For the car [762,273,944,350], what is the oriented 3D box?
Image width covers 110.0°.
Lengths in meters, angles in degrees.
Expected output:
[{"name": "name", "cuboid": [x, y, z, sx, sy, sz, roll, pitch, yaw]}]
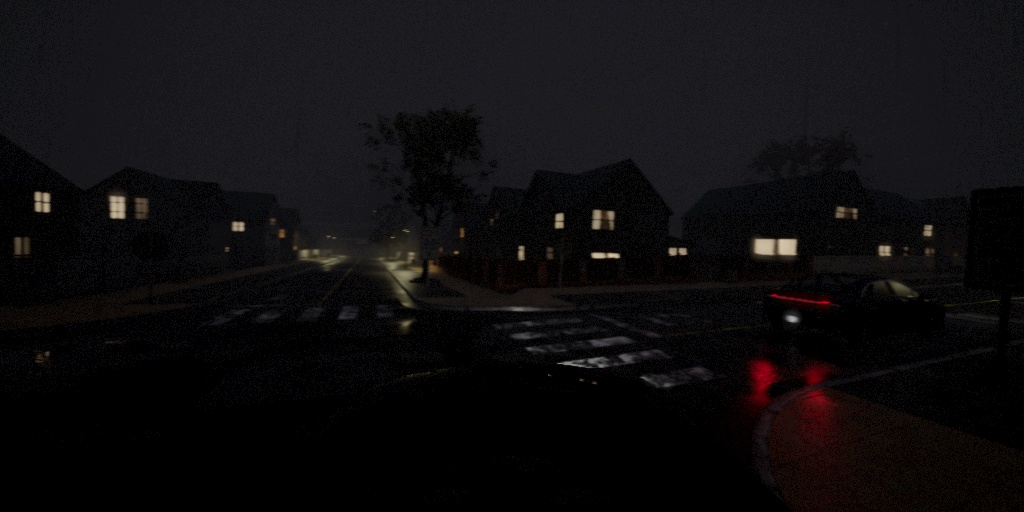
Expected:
[{"name": "car", "cuboid": [8.487, 1.192, 8.876, 4.902, 1.511, 2.128, 0, 3, -22]}]
